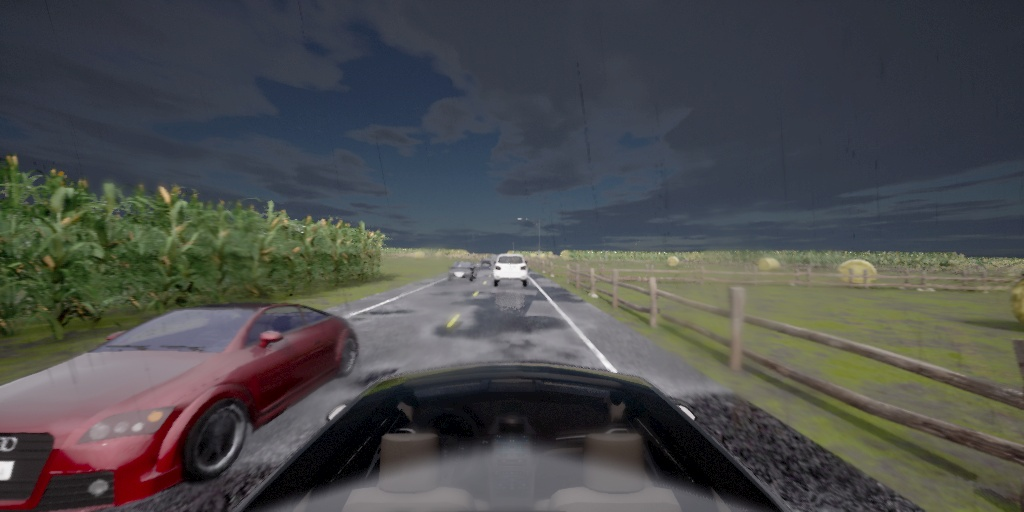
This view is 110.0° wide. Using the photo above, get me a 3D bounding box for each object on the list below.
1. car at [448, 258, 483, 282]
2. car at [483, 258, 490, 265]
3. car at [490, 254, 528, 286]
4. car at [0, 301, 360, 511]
[{"bbox_3d":[-3.699,1.129,27.462,2.128,1.511,4.902,0,0,-1],"label":"car"},{"bbox_3d":[-4.602,1.041,63.728,1.895,1.301,4.718,0,0,-1],"label":"car"},{"bbox_3d":[-0.101,0.878,24.629,2.150,2.045,5.566,0,0,0],"label":"car"},{"bbox_3d":[-3.607,1.297,4.479,1.994,1.385,4.181,0,0,0],"label":"car"}]
